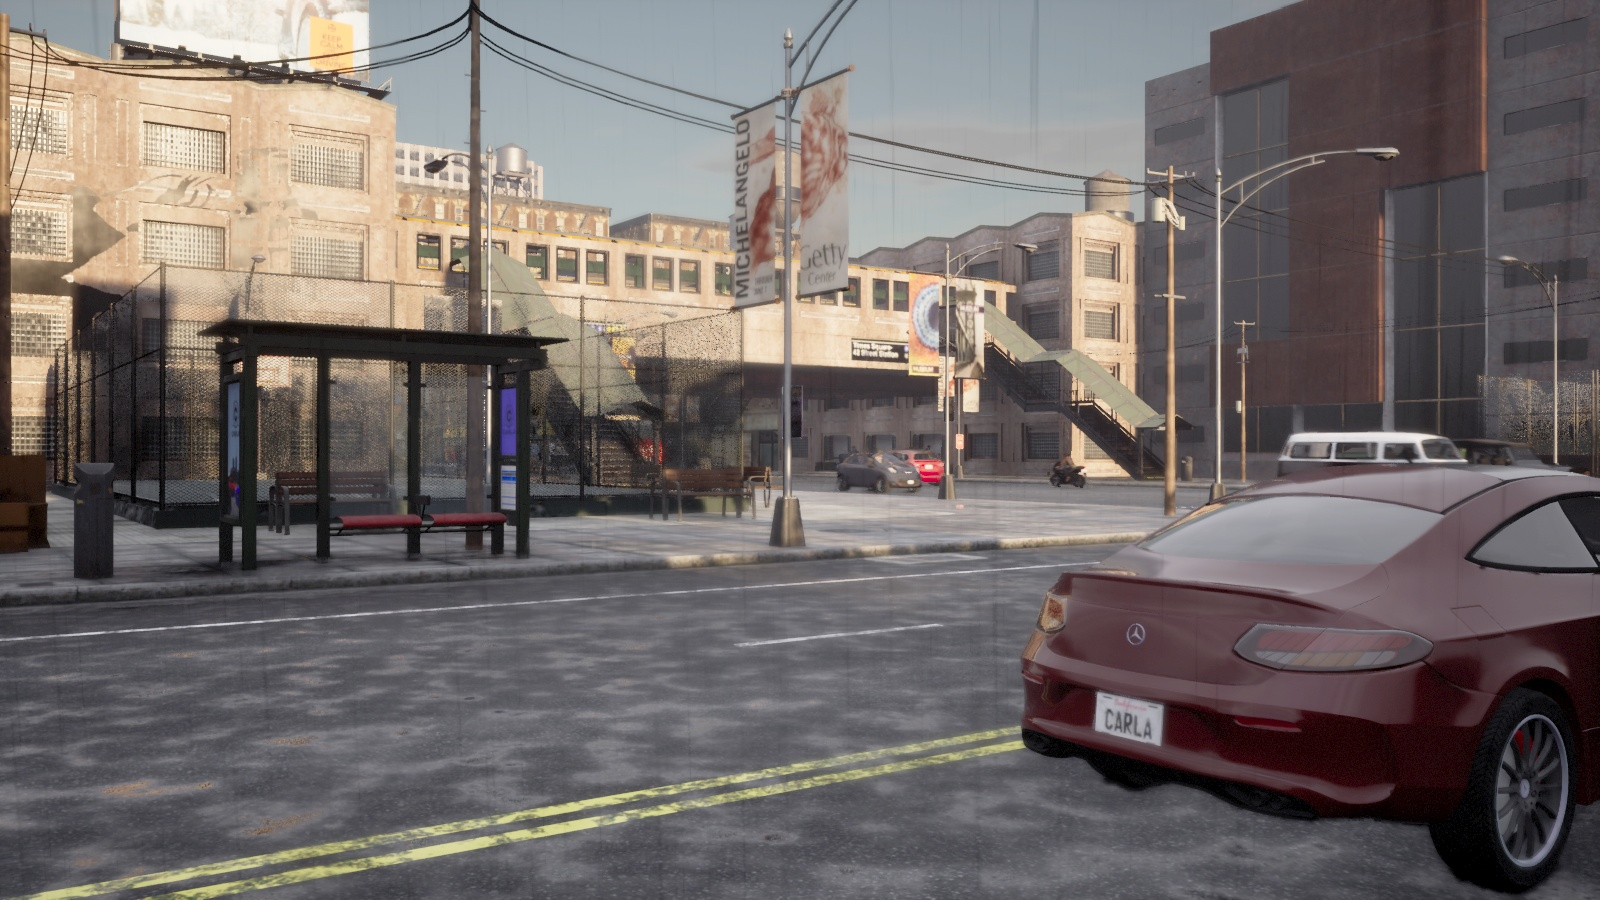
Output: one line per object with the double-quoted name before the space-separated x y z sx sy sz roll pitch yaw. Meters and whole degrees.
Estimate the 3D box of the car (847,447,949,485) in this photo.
"car" 4.455 0.721 57.668 2.242 1.667 4.611 0 0 -34

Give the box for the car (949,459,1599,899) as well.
"car" 3.046 0.778 5.767 4.674 1.442 1.812 0 0 -35

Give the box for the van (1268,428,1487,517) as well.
"van" 14.175 0.514 31.076 2.069 2.038 4.480 0 0 -34

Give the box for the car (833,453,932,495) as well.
"car" 3.066 0.868 47.306 1.845 1.501 3.633 0 0 -34

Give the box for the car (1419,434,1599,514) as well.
"car" 18.011 0.580 31.669 1.905 1.878 3.866 0 0 -34

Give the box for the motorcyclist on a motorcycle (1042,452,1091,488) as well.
"motorcyclist on a motorcycle" 11.397 0.834 53.724 0.797 1.523 2.044 0 0 -34

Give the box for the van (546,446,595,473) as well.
"van" -17.618 0.741 96.324 2.069 2.038 4.480 0 0 -34
